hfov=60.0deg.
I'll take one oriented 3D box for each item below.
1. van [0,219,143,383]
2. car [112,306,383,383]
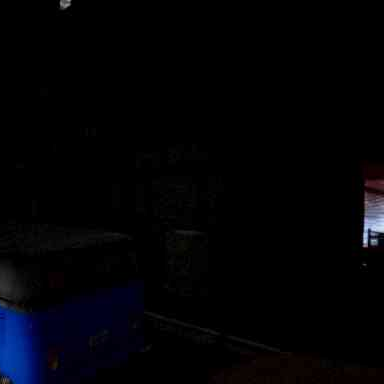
[{"bbox_3d":[-2.509,1.338,4.648,3.998,1.788,1.690,0,1,36],"label":"van"},{"bbox_3d":[1.982,1.526,1.448,4.829,1.417,1.752,0,1,36],"label":"car"}]
